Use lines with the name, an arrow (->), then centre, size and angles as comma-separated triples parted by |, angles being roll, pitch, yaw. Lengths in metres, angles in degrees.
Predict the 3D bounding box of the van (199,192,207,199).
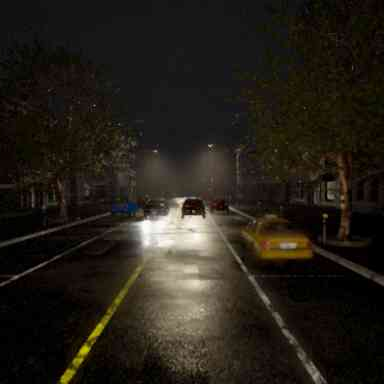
van -> 2.709, 0.795, 83.505 | 1.690, 1.788, 3.998 | -1, 0, 0

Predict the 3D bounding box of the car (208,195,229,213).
car -> 2.697, 1.325, 33.612 | 1.887, 1.381, 4.507 | -1, 0, 0

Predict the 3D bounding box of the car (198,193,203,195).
car -> 0.111, 1.268, 45.309 | 1.994, 1.385, 4.181 | 0, 0, 0

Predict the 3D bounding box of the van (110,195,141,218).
van -> -5.687, 1.158, 28.068 | 1.690, 1.788, 3.998 | 0, 0, 0

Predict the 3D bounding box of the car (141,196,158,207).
car -> -5.681, 1.290, 44.702 | 1.802, 1.307, 4.206 | 0, 0, 0

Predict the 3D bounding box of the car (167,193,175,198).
car -> -5.668, 0.962, 89.053 | 1.887, 1.381, 4.507 | 0, 0, 0

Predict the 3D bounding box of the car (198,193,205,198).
car -> 2.715, 0.946, 94.595 | 1.947, 1.339, 4.313 | -1, 0, 0

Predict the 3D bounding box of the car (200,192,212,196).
car -> 2.703, 0.914, 61.329 | 2.192, 1.841, 5.009 | -1, 0, 0

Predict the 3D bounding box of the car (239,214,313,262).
car -> 2.690, 1.449, 11.606 | 1.752, 1.417, 4.829 | -1, 0, 0

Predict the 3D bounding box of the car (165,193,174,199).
car -> -5.670, 0.998, 83.509 | 1.887, 1.381, 4.507 | 0, 0, 0

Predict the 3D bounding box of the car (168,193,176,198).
car -> -5.667, 0.907, 94.427 | 1.752, 1.417, 4.829 | 0, 0, 0

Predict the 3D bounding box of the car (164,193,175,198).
car -> -5.671, 1.035, 77.965 | 1.887, 1.381, 4.507 | 0, 0, 0

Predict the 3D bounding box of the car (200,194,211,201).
car -> 2.706, 1.114, 66.875 | 2.008, 1.369, 4.403 | -1, 0, 0

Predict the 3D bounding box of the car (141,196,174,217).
car -> -2.993, 1.344, 28.761 | 2.128, 1.511, 4.902 | 0, 0, 0

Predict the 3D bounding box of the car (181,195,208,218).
car -> 0.109, 1.296, 27.749 | 1.882, 1.535, 5.008 | 0, 1, 0
